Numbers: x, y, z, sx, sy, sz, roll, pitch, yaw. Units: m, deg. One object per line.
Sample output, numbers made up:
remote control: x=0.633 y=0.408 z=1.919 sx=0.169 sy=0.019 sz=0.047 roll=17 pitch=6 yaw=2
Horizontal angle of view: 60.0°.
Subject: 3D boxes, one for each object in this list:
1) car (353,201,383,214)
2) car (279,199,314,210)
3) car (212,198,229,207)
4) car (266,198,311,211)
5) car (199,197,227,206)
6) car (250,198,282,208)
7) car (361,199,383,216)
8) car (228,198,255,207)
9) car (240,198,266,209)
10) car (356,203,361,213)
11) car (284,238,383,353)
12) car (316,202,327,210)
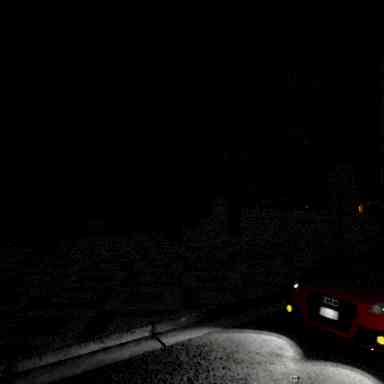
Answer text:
car: x=21.080 y=1.735 z=38.033 sx=1.947 sy=1.339 sz=4.313 roll=2 pitch=-1 yaw=-36
car: x=14.680 y=1.742 z=46.947 sx=1.947 sy=1.339 sz=4.313 roll=2 pitch=-1 yaw=-36
car: x=4.654 y=1.478 z=46.301 sx=1.752 sy=1.417 sz=4.829 roll=2 pitch=-1 yaw=-36
car: x=11.957 y=1.510 z=40.696 sx=2.128 sy=1.511 sz=4.902 roll=2 pitch=-1 yaw=-36
car: x=3.598 y=1.660 z=57.735 sx=2.033 sy=1.411 sz=5.357 roll=2 pitch=-1 yaw=-35
car: x=11.381 y=1.705 z=51.543 sx=1.752 sy=1.417 sz=4.829 roll=2 pitch=-1 yaw=-36
car: x=17.340 y=1.380 z=28.635 sx=1.967 sy=1.590 sz=4.097 roll=2 pitch=-1 yaw=-37
car: x=8.280 y=1.733 z=55.861 sx=2.008 sy=1.369 sz=4.403 roll=2 pitch=-1 yaw=-36
car: x=7.755 y=1.494 z=41.981 sx=1.887 sy=1.381 sz=4.507 roll=2 pitch=-1 yaw=-36
car: x=18.543 y=1.489 z=31.520 sx=1.882 sy=1.535 sz=5.008 roll=2 pitch=-1 yaw=-36
car: x=3.593 y=1.567 z=5.953 sx=4.181 sy=1.385 sz=1.994 roll=0 pitch=0 yaw=-36
car: x=17.880 y=1.754 z=42.490 sx=1.802 sy=1.307 sz=4.206 roll=2 pitch=-1 yaw=-36
